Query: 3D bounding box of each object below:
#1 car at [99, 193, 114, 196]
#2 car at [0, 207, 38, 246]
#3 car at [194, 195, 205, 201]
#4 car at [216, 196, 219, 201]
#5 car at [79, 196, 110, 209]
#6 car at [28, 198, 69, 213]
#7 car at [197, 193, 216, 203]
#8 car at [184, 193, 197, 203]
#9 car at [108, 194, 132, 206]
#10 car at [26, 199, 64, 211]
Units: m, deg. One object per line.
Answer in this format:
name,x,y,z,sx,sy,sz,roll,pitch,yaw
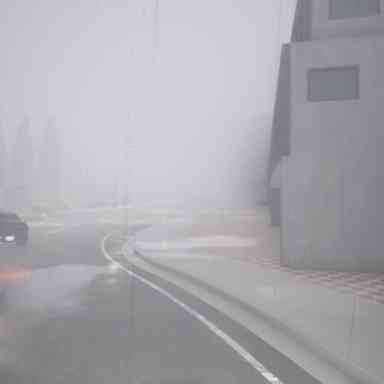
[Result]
car,-14.985,1.247,57.801,2.150,2.045,5.566,0,0,12
car,-8.780,1.512,14.259,4.892,1.490,1.837,0,0,40
car,1.863,1.390,81.684,1.812,1.442,4.674,0,0,12
car,5.366,1.585,81.336,1.994,1.385,4.181,0,0,12
car,-13.816,1.622,46.429,1.895,1.301,4.718,0,0,12
car,-15.835,1.495,37.308,1.882,1.535,5.008,0,0,13
car,3.234,1.253,71.148,2.150,2.045,5.566,0,0,12
car,-0.189,1.247,71.924,2.150,2.045,5.566,0,0,12
car,-11.723,1.517,56.310,2.128,1.511,4.902,0,0,12
car,-18.386,1.621,41.867,1.895,1.301,4.718,0,0,13
